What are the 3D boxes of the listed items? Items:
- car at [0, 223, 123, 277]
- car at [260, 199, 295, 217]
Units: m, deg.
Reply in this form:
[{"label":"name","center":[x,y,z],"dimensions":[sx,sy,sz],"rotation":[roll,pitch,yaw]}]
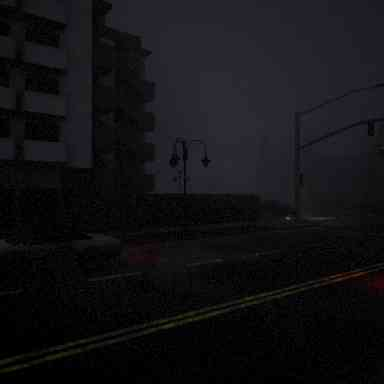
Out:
[{"label":"car","center":[-4.488,1.601,9.384],"dimensions":[4.718,1.301,1.895],"rotation":[0,0,-35]},{"label":"car","center":[7.946,1.482,31.936],"dimensions":[1.882,1.535,5.008],"rotation":[0,0,-38]}]
